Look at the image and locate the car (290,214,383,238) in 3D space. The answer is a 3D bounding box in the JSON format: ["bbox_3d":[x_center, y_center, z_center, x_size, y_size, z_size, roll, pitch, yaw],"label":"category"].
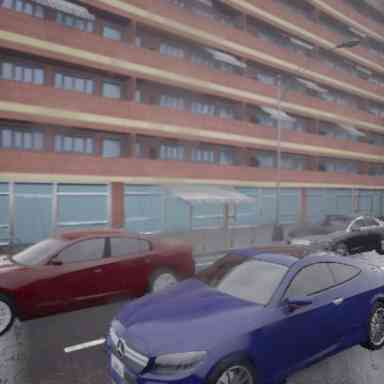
[{"bbox_3d":[5.477,1.574,12.172,4.902,1.511,2.128,1,0,-35],"label":"car"}]

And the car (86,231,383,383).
[{"bbox_3d":[1.135,1.552,4.779,4.674,1.442,1.812,1,0,-35],"label":"car"}]

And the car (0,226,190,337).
[{"bbox_3d":[-2.240,1.492,6.677,5.008,1.535,1.882,1,0,-35],"label":"car"}]
